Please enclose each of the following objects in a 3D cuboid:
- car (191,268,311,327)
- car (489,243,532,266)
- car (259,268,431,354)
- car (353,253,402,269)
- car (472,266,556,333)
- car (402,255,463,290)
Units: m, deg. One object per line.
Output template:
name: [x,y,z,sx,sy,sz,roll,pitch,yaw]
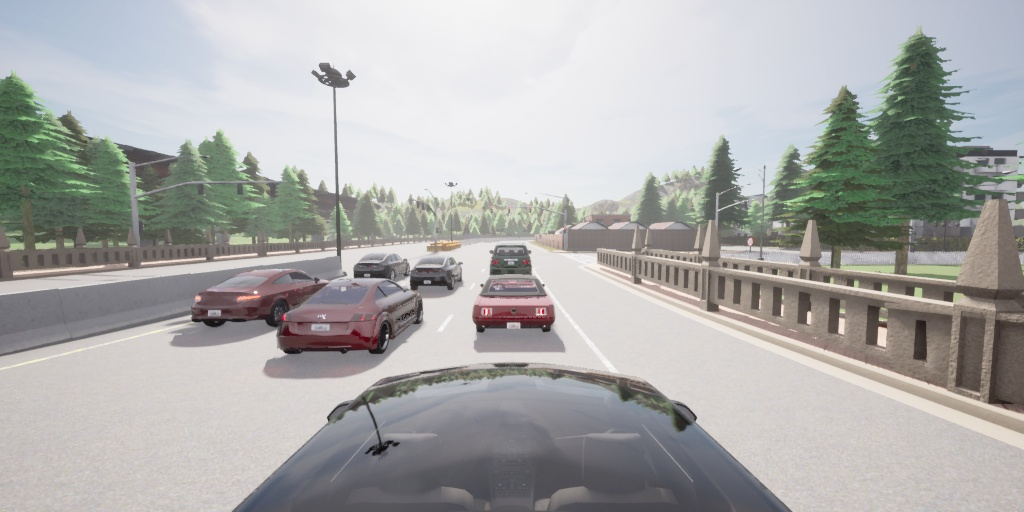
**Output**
car: [-6.985,1.080,10.681,1.812,1.442,4.674,0,2,-1]
car: [-0.078,0.274,19.889,2.150,2.045,5.566,0,3,-1]
car: [-3.466,1.197,8.477,1.994,1.385,4.181,0,2,0]
car: [-7.080,0.552,19.874,1.837,1.490,4.892,0,3,-1]
car: [0.022,1.175,10.178,1.895,1.301,4.718,0,2,-1]
car: [-3.553,0.703,17.352,1.837,1.490,4.892,0,3,-1]
